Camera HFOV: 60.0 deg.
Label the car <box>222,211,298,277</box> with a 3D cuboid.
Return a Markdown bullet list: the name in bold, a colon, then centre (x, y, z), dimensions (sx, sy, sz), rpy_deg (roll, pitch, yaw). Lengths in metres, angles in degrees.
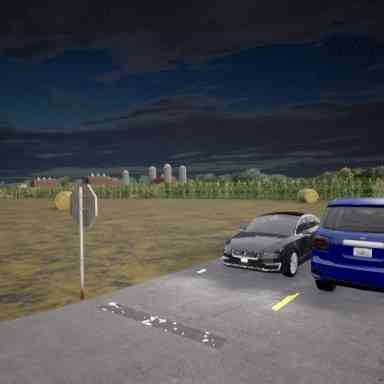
- **car**: centre (2.729, 1.398, 10.134), dimensions (1.837, 1.490, 4.892), rpy_deg (0, 1, 36)

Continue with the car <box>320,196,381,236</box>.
- **car**: centre (8.733, 1.134, 18.082), dimensions (2.097, 1.767, 4.553), rpy_deg (0, 1, 37)

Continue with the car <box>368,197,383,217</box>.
- **car**: centre (16.206, 1.169, 27.876), dimensions (1.812, 1.442, 4.674), rpy_deg (0, 1, 37)

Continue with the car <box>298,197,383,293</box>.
- **car**: centre (4.635, 1.130, 8.000), dimensions (2.150, 2.045, 5.566), rpy_deg (0, 1, 37)
